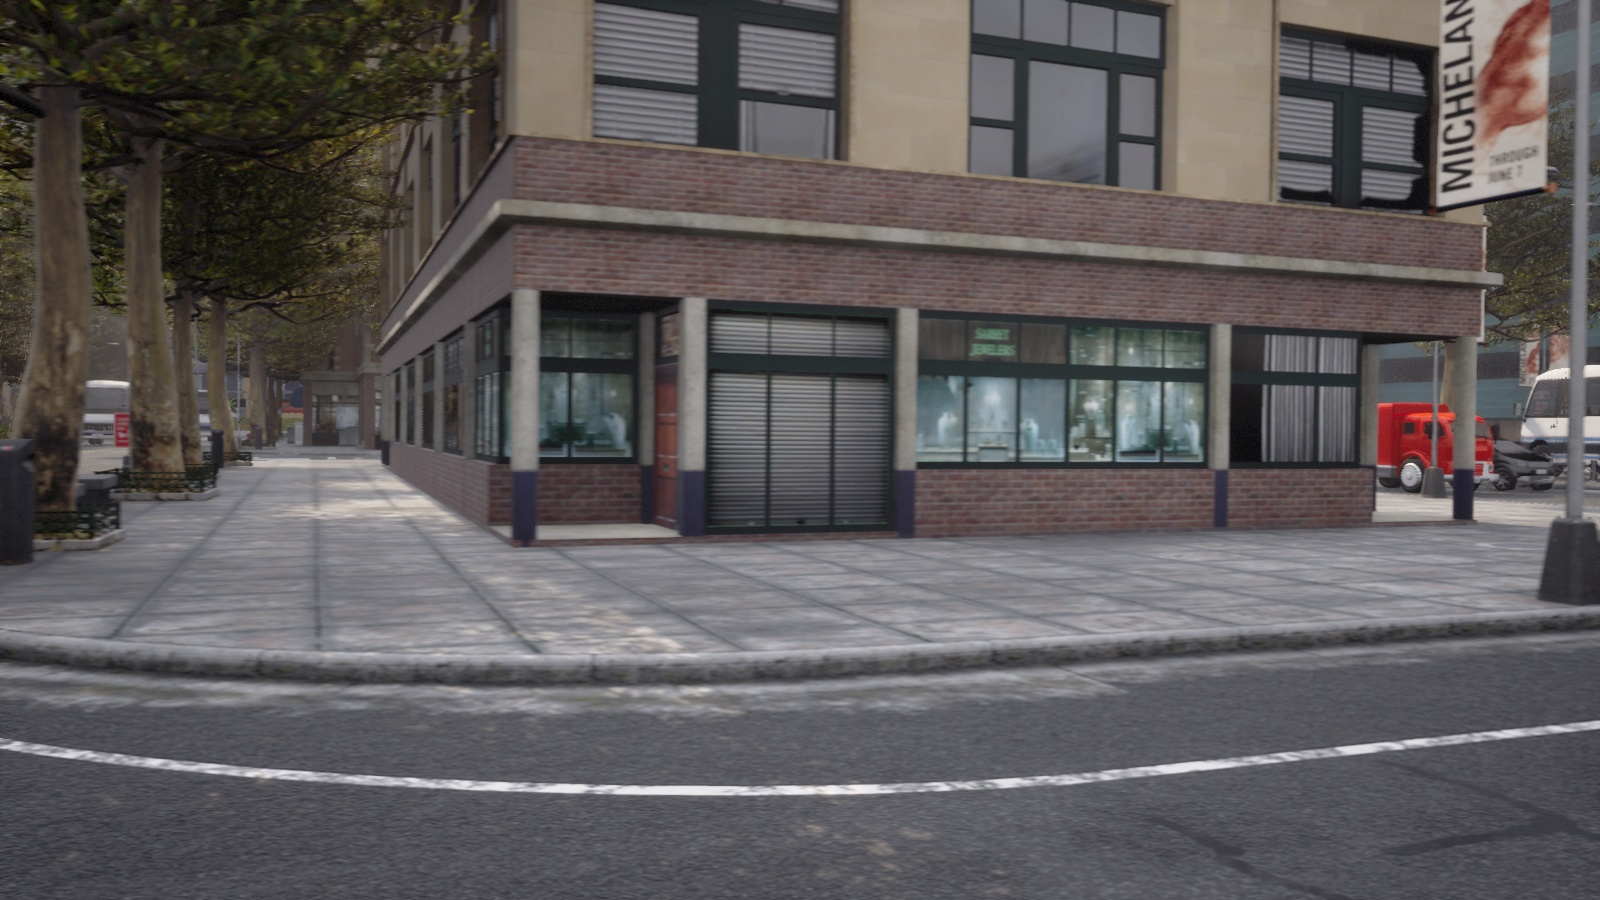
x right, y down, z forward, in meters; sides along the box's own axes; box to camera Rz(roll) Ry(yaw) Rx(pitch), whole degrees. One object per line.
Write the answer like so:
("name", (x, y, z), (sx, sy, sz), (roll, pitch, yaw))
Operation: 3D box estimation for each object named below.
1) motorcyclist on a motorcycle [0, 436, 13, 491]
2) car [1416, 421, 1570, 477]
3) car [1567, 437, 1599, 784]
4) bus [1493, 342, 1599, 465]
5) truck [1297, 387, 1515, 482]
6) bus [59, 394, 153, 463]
("motorcyclist on a motorcycle", (-24.397, 0.398, 37.748), (0.766, 1.649, 2.350), (-1, 1, -21))
("car", (20.331, -0.045, 37.002), (1.789, 1.549, 3.705), (-1, 1, -21))
("car", (5.626, 0.664, 5.375), (4.193, 1.474, 1.816), (-1, 1, -21))
("bus", (29.526, -1.617, 44.256), (3.944, 4.253, 10.273), (0, 1, -4))
("truck", (17.092, -0.455, 35.790), (2.627, 2.467, 5.204), (-1, 1, -21))
("bus", (-45.577, -1.434, 82.844), (3.944, 4.253, 10.273), (-1, 1, -21))
